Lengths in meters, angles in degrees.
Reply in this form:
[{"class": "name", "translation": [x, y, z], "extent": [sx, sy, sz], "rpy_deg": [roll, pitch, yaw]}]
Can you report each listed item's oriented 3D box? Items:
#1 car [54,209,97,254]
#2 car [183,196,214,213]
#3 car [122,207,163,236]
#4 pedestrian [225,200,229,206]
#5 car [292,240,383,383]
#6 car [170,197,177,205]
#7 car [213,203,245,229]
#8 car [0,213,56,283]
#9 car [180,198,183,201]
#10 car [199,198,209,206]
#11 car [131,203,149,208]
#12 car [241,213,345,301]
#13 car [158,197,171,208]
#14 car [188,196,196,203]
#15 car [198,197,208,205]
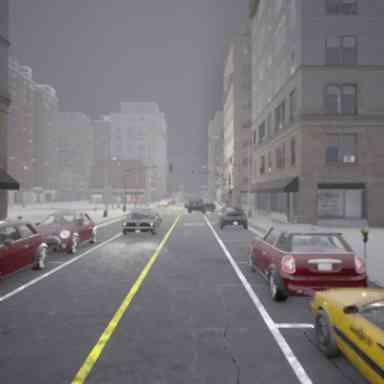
[{"class": "car", "translation": [-5.393, 1.579, 13.934], "extent": [1.967, 1.590, 4.097], "rpy_deg": [0, -1, 0]}, {"class": "car", "translation": [1.331, 1.652, 43.043], "extent": [2.150, 2.045, 5.566], "rpy_deg": [-1, -1, 23]}, {"class": "car", "translation": [-2.855, 1.798, 19.788], "extent": [1.895, 1.301, 4.718], "rpy_deg": [0, -1, 0]}, {"class": "pedestrian", "translation": [2.740, 1.557, 26.398], "extent": [0.375, 1.860, 0.375], "rpy_deg": [0, -1, -8]}, {"class": "car", "translation": [2.637, 1.559, 3.288], "extent": [1.752, 1.417, 4.829], "rpy_deg": [0, -1, 0]}, {"class": "car", "translation": [-5.418, 2.346, 79.399], "extent": [2.008, 1.369, 4.403], "rpy_deg": [0, -1, 0]}, {"class": "car", "translation": [2.741, 1.740, 23.449], "extent": [1.837, 1.490, 4.892], "rpy_deg": [0, -1, 0]}, {"class": "car", "translation": [-5.391, 1.526, 8.525], "extent": [1.967, 1.590, 4.097], "rpy_deg": [0, -1, 0]}, {"class": "car", "translation": [0.362, 2.040, 53.350], "extent": [1.837, 1.490, 4.892], "rpy_deg": [0, -1, -28]}, {"class": "car", "translation": [2.609, 2.179, 73.741], "extent": [1.967, 1.590, 4.097], "rpy_deg": [0, -1, 0]}, {"class": "car", "translation": [-5.401, 1.905, 35.569], "extent": [2.008, 1.369, 4.403], "rpy_deg": [0, -1, 0]}, {"class": "car", "translation": [2.634, 1.526, 8.528], "extent": [1.967, 1.590, 4.097], "rpy_deg": [0, -1, 0]}, {"class": "car", "translation": [-5.412, 2.148, 62.244], "extent": [1.752, 1.417, 4.829], "rpy_deg": [0, -1, 0]}, {"class": "car", "translation": [-0.034, 2.063, 87.476], "extent": [2.097, 1.767, 4.553], "rpy_deg": [0, -1, 0]}, {"class": "car", "translation": [2.607, 2.111, 79.404], "extent": [2.192, 1.841, 5.009], "rpy_deg": [0, -1, 0]}]
